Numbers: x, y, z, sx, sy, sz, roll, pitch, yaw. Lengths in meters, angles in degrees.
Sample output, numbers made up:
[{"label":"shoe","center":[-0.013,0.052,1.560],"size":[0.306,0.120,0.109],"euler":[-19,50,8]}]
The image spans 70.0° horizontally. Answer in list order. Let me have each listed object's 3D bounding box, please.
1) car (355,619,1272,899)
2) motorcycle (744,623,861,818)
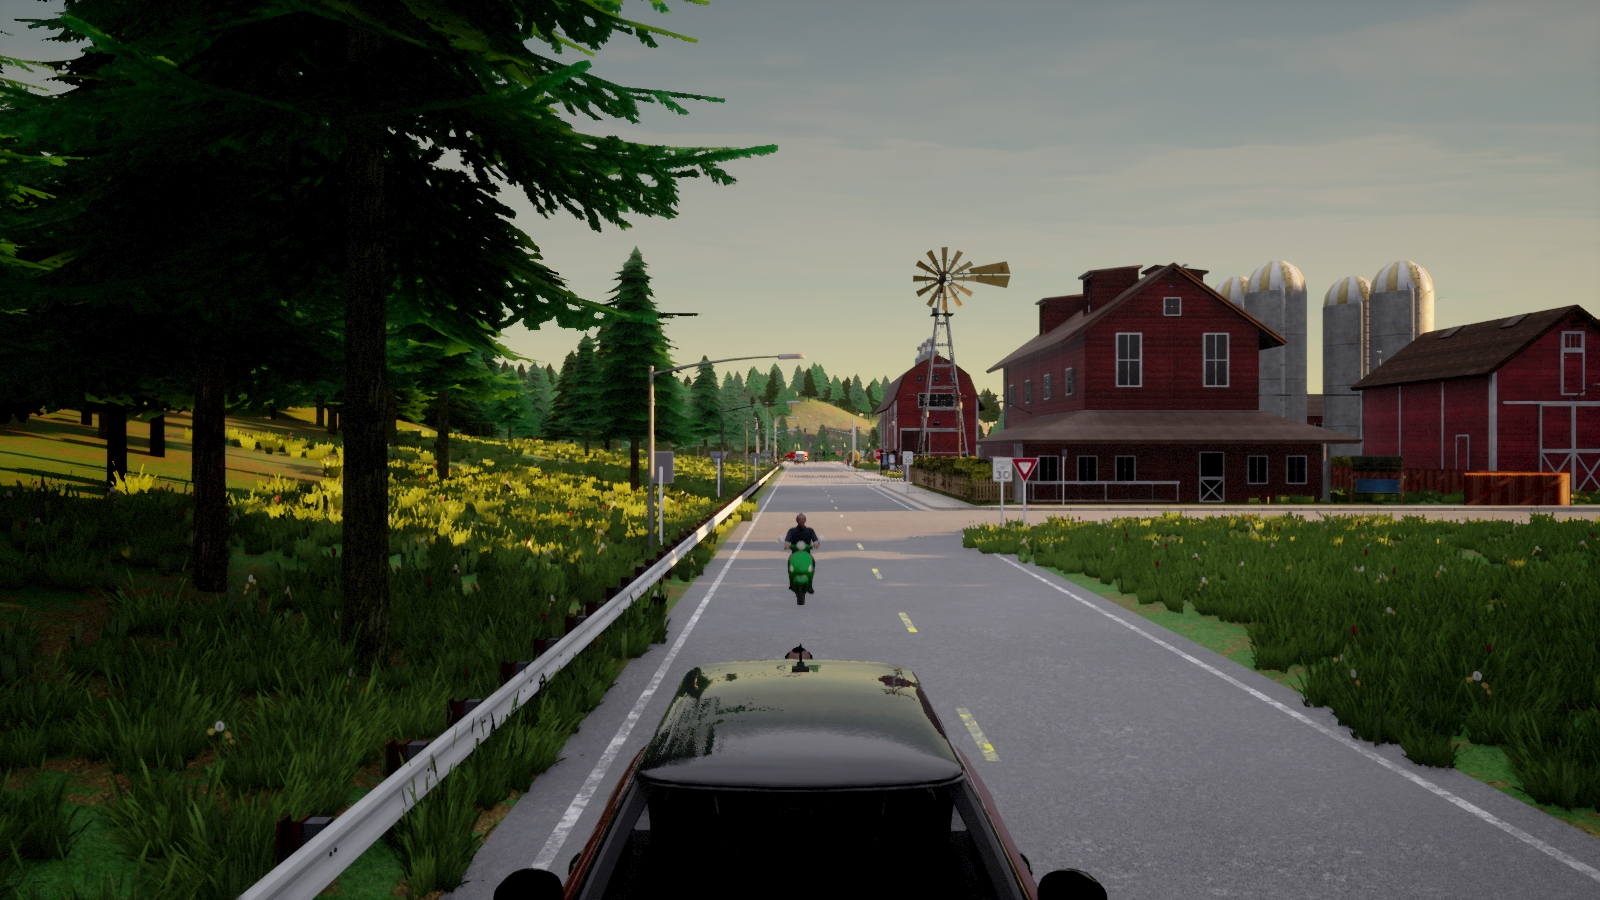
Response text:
[{"label":"car","center":[0.032,1.899,4.503],"size":[2.097,1.767,4.553],"euler":[0,0,0]},{"label":"motorcycle","center":[0.014,2.231,9.842],"size":[0.867,1.251,2.209],"euler":[-1,-3,0]}]
